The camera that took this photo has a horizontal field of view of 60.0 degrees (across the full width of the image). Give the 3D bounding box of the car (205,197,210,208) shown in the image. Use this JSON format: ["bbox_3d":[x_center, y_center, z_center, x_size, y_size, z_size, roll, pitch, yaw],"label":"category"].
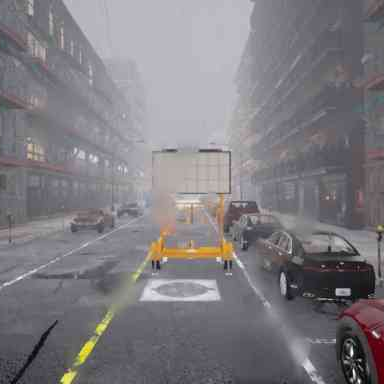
[{"bbox_3d":[2.703,1.541,36.473,1.887,1.381,4.507,1,0,0],"label":"car"}]

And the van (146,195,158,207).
[{"bbox_3d":[-5.674,1.332,47.876,1.690,1.788,3.998,1,0,0],"label":"van"}]

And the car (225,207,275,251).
[{"bbox_3d":[2.701,1.553,13.789,2.008,1.369,4.403,1,0,0],"label":"car"}]

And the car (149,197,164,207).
[{"bbox_3d":[-5.677,1.533,53.547,1.887,1.381,4.507,1,0,0],"label":"car"}]

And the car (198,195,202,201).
[{"bbox_3d":[2.706,1.419,64.828,1.967,1.590,4.097,1,0,0],"label":"car"}]

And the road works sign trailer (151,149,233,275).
[{"bbox_3d":[0.000,0.466,10.397,2.380,3.560,2.880,0,0,0],"label":"road works sign trailer"}]

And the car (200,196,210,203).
[{"bbox_3d":[2.706,1.556,70.500,1.802,1.307,4.206,1,0,0],"label":"car"}]

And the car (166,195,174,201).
[{"bbox_3d":[-5.674,1.482,87.406,1.752,1.417,4.829,1,0,0],"label":"car"}]

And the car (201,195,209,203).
[{"bbox_3d":[2.704,1.517,47.985,1.752,1.417,4.829,1,0,0],"label":"car"}]

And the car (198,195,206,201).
[{"bbox_3d":[2.705,1.501,87.511,1.887,1.381,4.507,1,0,0],"label":"car"}]

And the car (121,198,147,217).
[{"bbox_3d":[-5.678,1.564,30.862,1.947,1.339,4.313,1,0,0],"label":"car"}]

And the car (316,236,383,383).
[{"bbox_3d":[2.702,1.441,2.448,1.967,1.590,4.097,1,0,0],"label":"car"}]

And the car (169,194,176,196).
[{"bbox_3d":[-5.675,1.528,81.905,1.947,1.339,4.313,1,0,0],"label":"car"}]

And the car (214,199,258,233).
[{"bbox_3d":[2.705,1.316,19.461,2.192,1.841,5.009,1,0,0],"label":"car"}]

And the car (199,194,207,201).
[{"bbox_3d":[2.706,1.402,81.839,1.967,1.590,4.097,1,0,0],"label":"car"}]

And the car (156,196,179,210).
[{"bbox_3d":[-3.097,1.557,42.809,1.994,1.385,4.181,0,0,0],"label":"car"}]

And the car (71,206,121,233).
[{"bbox_3d":[-5.679,1.583,19.518,1.802,1.307,4.206,1,0,0],"label":"car"}]

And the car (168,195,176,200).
[{"bbox_3d":[-5.675,1.500,93.247,2.008,1.369,4.403,1,0,0],"label":"car"}]

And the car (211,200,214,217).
[{"bbox_3d":[2.702,1.525,25.302,1.752,1.417,4.829,1,0,0],"label":"car"}]

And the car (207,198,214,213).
[{"bbox_3d":[2.702,1.542,30.802,1.887,1.381,4.507,1,0,0],"label":"car"}]

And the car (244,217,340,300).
[{"bbox_3d":[2.701,1.552,8.119,2.008,1.369,4.403,1,0,0],"label":"car"}]

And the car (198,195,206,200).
[{"bbox_3d":[2.705,1.500,93.181,2.008,1.369,4.403,1,0,0],"label":"car"}]

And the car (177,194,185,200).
[{"bbox_3d":[-2.996,1.320,90.435,2.097,1.767,4.553,0,0,0],"label":"car"}]
